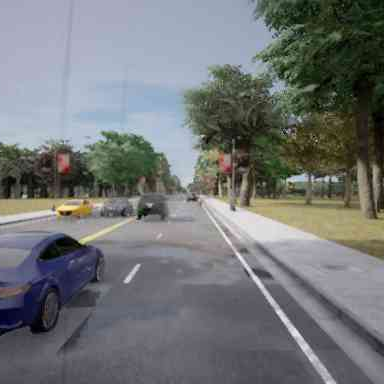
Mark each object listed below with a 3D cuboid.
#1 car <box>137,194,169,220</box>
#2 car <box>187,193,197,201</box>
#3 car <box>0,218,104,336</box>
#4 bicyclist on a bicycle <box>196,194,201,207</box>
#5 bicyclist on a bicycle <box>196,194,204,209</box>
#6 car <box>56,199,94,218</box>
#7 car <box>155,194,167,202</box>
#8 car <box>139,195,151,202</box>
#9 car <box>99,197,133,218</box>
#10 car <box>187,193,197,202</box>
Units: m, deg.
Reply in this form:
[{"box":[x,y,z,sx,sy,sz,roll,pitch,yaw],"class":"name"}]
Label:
[{"box":[-3.156,1.136,27.548,2.150,2.045,5.566,0,0,0],"class":"car"},{"box":[0.018,1.097,78.134,2.097,1.767,4.553,0,0,0],"class":"car"},{"box":[-3.150,1.504,6.606,1.812,1.442,4.674,0,0,0],"class":"car"},{"box":[0.903,1.222,47.491,0.659,1.776,1.843,0,0,0],"class":"bicyclist on a bicycle"},{"box":[0.903,1.319,37.757,0.866,1.612,1.509,0,0,0],"class":"bicyclist on a bicycle"},{"box":[-9.840,1.389,28.277,1.882,1.535,5.008,0,0,0],"class":"car"},{"box":[-6.484,1.261,69.506,2.128,1.511,4.902,0,0,0],"class":"car"},{"box":[-9.734,1.324,69.091,1.994,1.385,4.181,0,0,0],"class":"car"},{"box":[-6.589,1.261,29.253,2.097,1.767,4.553,0,0,0],"class":"car"},{"box":[0.049,1.129,68.836,2.097,1.767,4.553,0,0,1],"class":"car"}]
